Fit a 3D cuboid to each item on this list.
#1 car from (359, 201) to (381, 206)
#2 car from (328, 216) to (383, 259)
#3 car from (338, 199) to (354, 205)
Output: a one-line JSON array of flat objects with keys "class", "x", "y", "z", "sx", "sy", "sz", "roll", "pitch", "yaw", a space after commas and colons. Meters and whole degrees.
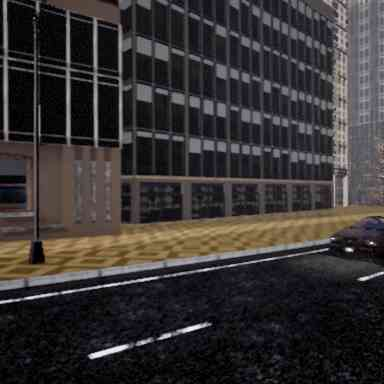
[{"class": "car", "x": 37.038, "y": 2.222, "z": 69.176, "sx": 1.802, "sy": 1.307, "sz": 4.206, "roll": 0, "pitch": 0, "yaw": -41}, {"class": "car", "x": 7.738, "y": 1.713, "z": 13.565, "sx": 5.357, "sy": 1.411, "sz": 2.033, "roll": 1, "pitch": -1, "yaw": -38}, {"class": "car", "x": 33.343, "y": 2.157, "z": 73.494, "sx": 1.947, "sy": 1.339, "sz": 4.313, "roll": 0, "pitch": 0, "yaw": -41}]
